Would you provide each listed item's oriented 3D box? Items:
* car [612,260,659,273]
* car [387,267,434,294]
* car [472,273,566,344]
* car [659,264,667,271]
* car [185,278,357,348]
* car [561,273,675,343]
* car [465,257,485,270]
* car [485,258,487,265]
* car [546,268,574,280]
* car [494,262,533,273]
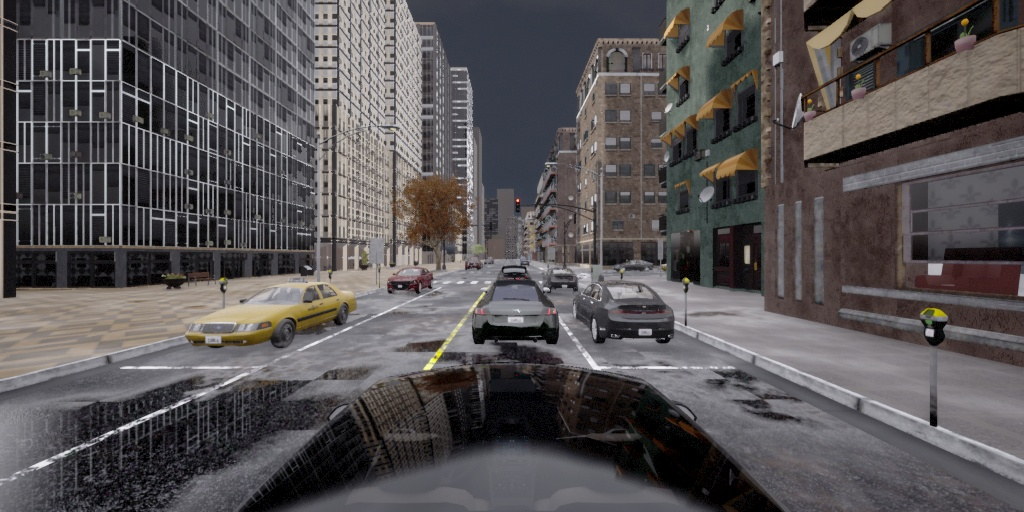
[{"bbox_3d":[13.428,1.108,39.897,4.403,1.370,2.007,0,0,-1],"label":"car"},{"bbox_3d":[-5.695,1.299,20.478,1.888,1.381,4.507,0,0,0],"label":"car"},{"bbox_3d":[0.085,1.315,9.560,1.994,1.385,4.181,0,0,0],"label":"car"},{"bbox_3d":[18.825,1.006,39.953,4.829,1.417,1.751,0,0,-1],"label":"car"},{"bbox_3d":[-5.693,1.276,9.242,1.751,1.417,4.829,0,0,0],"label":"car"},{"bbox_3d":[2.687,1.301,9.413,2.007,1.370,4.403,0,0,0],"label":"car"},{"bbox_3d":[-5.701,1.098,52.865,2.192,1.841,5.009,0,0,0],"label":"car"},{"bbox_3d":[-5.702,1.356,58.388,1.948,1.339,4.313,0,0,0],"label":"car"},{"bbox_3d":[2.685,1.305,20.479,2.007,1.370,4.403,0,0,0],"label":"car"},{"bbox_3d":[0.101,1.259,19.609,1.837,1.490,4.892,0,0,-1],"label":"car"}]
